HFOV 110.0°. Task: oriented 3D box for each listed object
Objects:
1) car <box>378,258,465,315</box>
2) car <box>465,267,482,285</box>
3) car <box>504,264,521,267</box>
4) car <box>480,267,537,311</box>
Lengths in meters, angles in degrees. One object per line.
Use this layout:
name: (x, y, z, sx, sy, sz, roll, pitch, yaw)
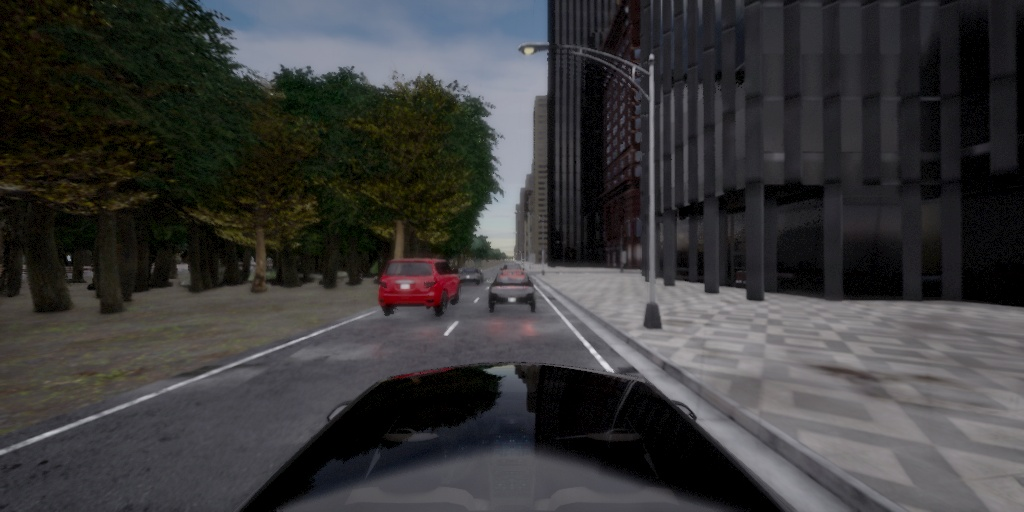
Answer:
car: (-3.485, 1.113, 14.431, 2.150, 2.045, 5.566, 0, 0, 0)
car: (-3.465, 1.640, 30.321, 1.994, 1.385, 4.181, 0, -1, 0)
car: (0.031, 1.426, 30.269, 2.097, 1.767, 4.553, 0, -1, 1)
car: (0.027, 1.392, 15.355, 2.128, 1.511, 4.902, 0, 0, 1)
